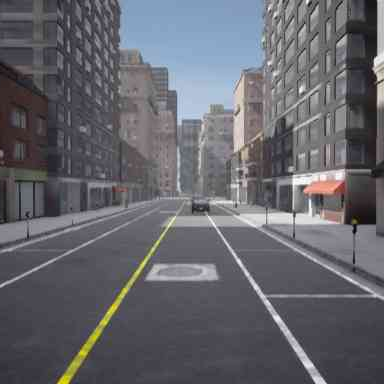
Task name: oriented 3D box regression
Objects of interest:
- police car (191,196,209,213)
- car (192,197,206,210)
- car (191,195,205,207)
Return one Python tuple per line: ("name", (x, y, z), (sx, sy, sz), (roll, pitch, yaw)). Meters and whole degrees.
("police car", (0.900, 1.421, 35.849), (1.930, 1.638, 5.238), (0, 0, 0))
("car", (0.900, 1.533, 45.739), (1.837, 1.490, 4.892), (0, 0, 0))
("car", (0.897, 1.352, 51.708), (2.097, 1.767, 4.553), (0, 0, 0))
